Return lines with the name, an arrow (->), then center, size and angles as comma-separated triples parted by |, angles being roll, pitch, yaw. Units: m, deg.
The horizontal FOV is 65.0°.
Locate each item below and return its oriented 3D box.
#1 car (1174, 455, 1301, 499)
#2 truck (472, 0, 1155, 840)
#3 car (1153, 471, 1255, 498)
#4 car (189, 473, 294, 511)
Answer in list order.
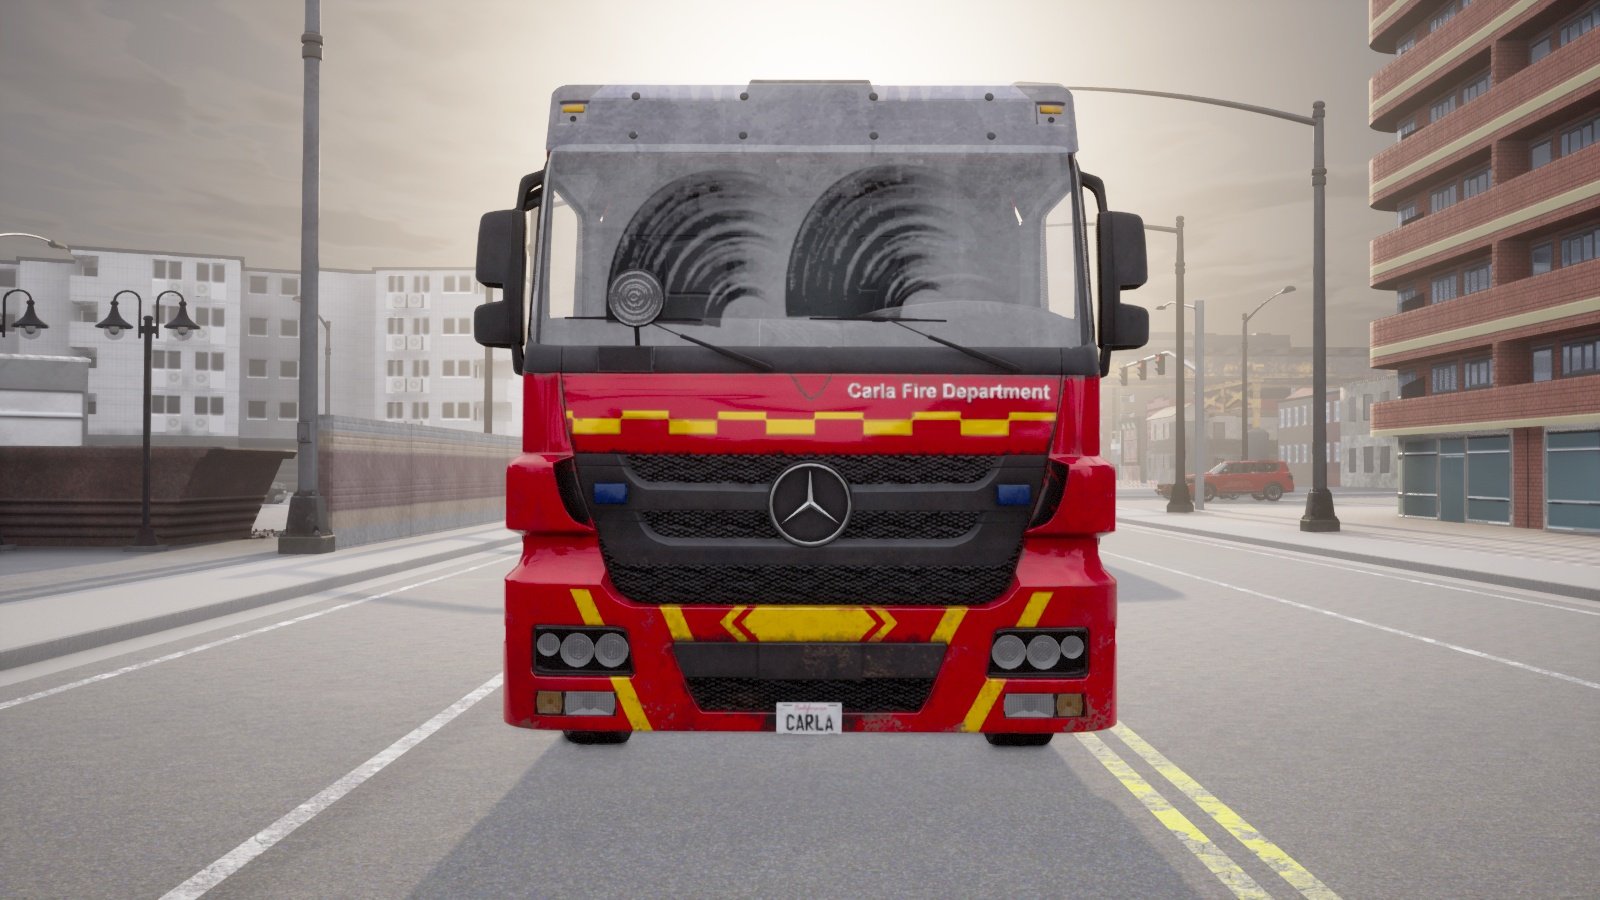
car -> 21.796, 1.356, 62.725 | 5.566, 2.045, 2.150 | -1, -1, 2
truck -> 0.070, -0.189, 9.582 | 2.891, 3.827, 8.468 | 0, -1, 0
car -> 21.271, 1.809, 66.245 | 4.718, 1.301, 1.895 | -1, -1, 1
car -> -23.915, 1.791, 53.881 | 3.705, 1.549, 1.789 | 0, -1, -4
